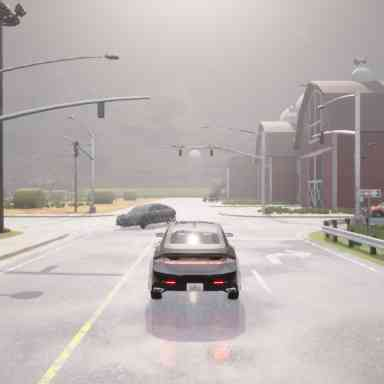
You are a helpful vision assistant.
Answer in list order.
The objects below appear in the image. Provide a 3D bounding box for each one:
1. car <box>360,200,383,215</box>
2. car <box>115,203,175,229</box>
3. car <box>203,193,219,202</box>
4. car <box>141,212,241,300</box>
[{"bbox_3d":[15.630,1.378,26.466,4.553,1.767,2.097,0,0,1],"label":"car"},{"bbox_3d":[-2.894,1.521,21.465,1.837,1.490,4.892,-4,-2,30],"label":"car"},{"bbox_3d":[4.138,1.144,72.662,1.905,1.878,3.866,-8,3,-42],"label":"car"},{"bbox_3d":[0.064,1.492,8.395,2.128,1.511,4.902,0,0,0],"label":"car"}]
